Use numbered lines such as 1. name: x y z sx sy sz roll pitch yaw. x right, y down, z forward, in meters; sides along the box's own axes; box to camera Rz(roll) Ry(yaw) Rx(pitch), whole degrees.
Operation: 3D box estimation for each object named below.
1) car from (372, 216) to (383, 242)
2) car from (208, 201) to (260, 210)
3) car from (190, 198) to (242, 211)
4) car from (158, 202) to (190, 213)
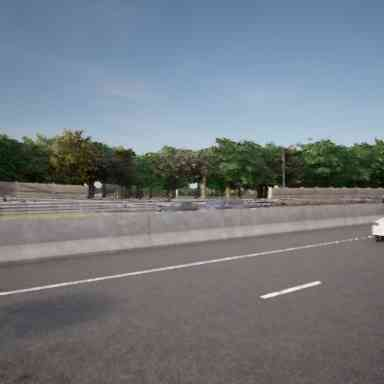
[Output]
1. car: 10.037 1.528 15.198 4.674 1.442 1.812 0 0 -35
2. car: 3.590 1.566 23.735 4.181 1.385 1.994 0 0 -35
3. car: 2.523 1.354 27.271 4.553 1.767 2.097 0 0 -35
4. car: -0.842 1.566 29.173 4.181 1.385 1.994 0 0 -35
